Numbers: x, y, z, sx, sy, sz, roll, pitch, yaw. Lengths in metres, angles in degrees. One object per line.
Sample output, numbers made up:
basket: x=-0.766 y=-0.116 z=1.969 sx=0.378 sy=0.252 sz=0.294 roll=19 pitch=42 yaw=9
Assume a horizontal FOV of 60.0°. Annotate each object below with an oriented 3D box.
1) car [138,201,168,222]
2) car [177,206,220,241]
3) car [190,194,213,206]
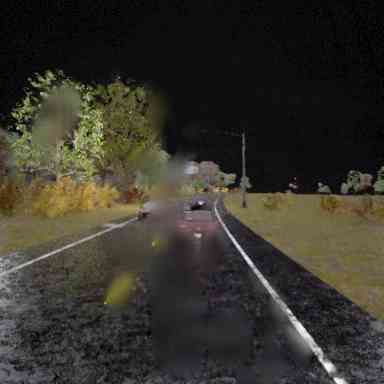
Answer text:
car: x=-3.055 y=1.478 z=26.891 sx=1.882 sy=1.535 sz=5.008 roll=0 pitch=0 yaw=2
car: x=0.329 y=1.602 z=16.721 sx=1.895 sy=1.301 sz=4.718 roll=0 pitch=0 yaw=1
car: x=0.975 y=1.220 z=35.071 sx=2.150 sy=2.045 sz=5.566 roll=0 pitch=0 yaw=3
